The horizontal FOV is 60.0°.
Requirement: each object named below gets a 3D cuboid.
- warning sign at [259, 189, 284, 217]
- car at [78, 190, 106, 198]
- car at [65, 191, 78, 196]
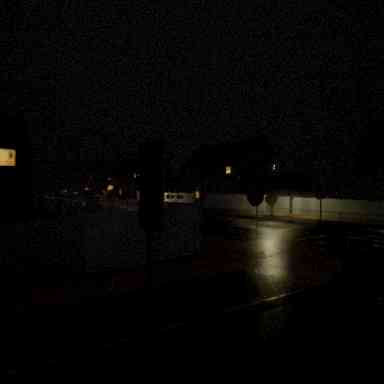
[{"bbox_3d":[5.498,0.745,22.951,1.300,1.860,1.060,-1,1,-36],"label":"warning sign"},{"bbox_3d":[-13.197,0.503,44.616,2.097,1.767,4.553,0,1,-35],"label":"car"},{"bbox_3d":[-19.120,0.559,52.724,2.033,1.411,5.357,0,1,-36],"label":"car"}]
